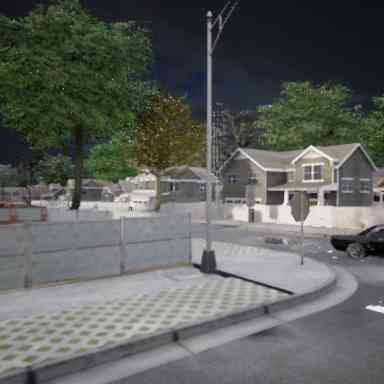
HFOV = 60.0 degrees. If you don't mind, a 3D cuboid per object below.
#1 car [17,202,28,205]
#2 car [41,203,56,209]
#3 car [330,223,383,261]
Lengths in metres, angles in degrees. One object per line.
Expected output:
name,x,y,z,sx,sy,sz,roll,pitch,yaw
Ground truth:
car,-35.777,2.753,70.103,1.882,1.535,5.008,0,-1,-36
car,-22.644,2.489,52.064,1.812,1.442,4.674,0,-1,-36
car,7.223,1.750,11.033,1.895,1.301,4.718,1,-2,-36
